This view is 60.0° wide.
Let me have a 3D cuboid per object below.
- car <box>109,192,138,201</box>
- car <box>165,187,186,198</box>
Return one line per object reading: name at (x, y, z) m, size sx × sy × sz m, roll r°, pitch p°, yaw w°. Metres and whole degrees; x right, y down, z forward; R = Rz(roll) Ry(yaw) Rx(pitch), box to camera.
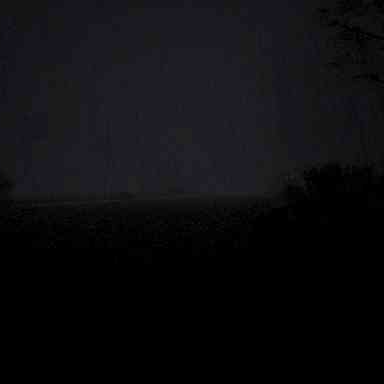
car at (-11.487, 0.722, 56.142) m, size 2.033 × 1.411 × 5.357 m, roll 1°, pitch 2°, yaw 34°
car at (-3.414, 0.049, 68.655) m, size 2.150 × 2.045 × 5.566 m, roll 1°, pitch 1°, yaw 32°
